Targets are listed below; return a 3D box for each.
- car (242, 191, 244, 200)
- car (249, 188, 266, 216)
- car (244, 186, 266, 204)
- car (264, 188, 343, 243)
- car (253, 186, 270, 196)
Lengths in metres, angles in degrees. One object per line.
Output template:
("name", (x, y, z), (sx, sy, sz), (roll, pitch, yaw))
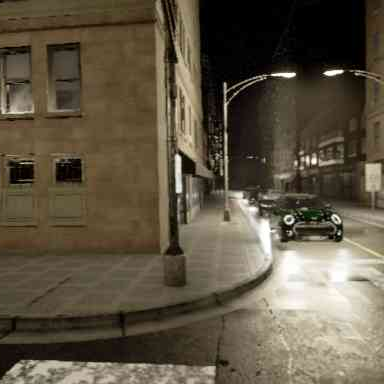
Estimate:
("car", (7.331, 0.211, 42.114), (1.812, 1.442, 4.674), (-1, 2, 6))
("car", (5.270, 0.754, 22.473), (2.128, 1.511, 4.902), (-1, 2, 6))
("car", (6.281, 0.489, 31.884), (1.837, 1.490, 4.892), (-1, 2, 6))
("car", (4.331, 0.886, 13.310), (2.097, 1.767, 4.553), (-1, 2, 6))
("car", (11.339, -0.236, 54.478), (2.128, 1.511, 4.902), (-1, 2, 6))
